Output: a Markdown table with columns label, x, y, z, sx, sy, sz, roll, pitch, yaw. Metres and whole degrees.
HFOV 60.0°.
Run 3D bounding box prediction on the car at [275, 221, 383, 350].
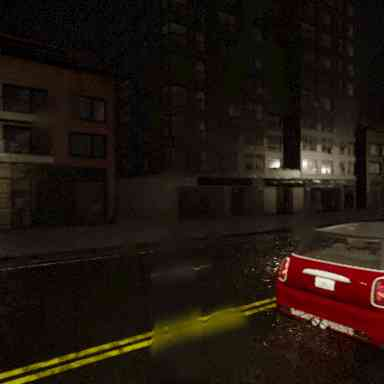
| label | x | y | z | sx | sy | sz | roll | pitch | yaw |
| --- | --- | --- | --- | --- | --- | --- | --- | --- | --- |
| car | 3.647 | 1.336 | 6.039 | 4.553 | 1.767 | 2.097 | 0 | 0 | -36 |
